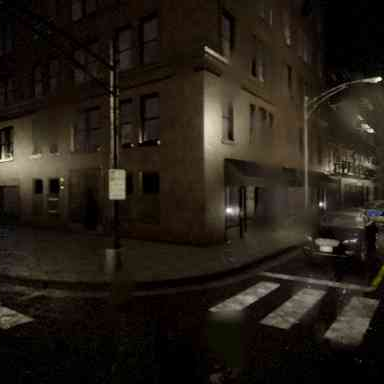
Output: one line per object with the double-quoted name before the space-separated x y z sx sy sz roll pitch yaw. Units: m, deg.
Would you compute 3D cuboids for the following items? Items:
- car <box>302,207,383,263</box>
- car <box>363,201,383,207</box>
"car" 5.565 1.491 12.237 2.128 1.511 4.902 0 0 36
"car" 11.433 1.345 20.449 2.097 1.767 4.553 0 0 36
